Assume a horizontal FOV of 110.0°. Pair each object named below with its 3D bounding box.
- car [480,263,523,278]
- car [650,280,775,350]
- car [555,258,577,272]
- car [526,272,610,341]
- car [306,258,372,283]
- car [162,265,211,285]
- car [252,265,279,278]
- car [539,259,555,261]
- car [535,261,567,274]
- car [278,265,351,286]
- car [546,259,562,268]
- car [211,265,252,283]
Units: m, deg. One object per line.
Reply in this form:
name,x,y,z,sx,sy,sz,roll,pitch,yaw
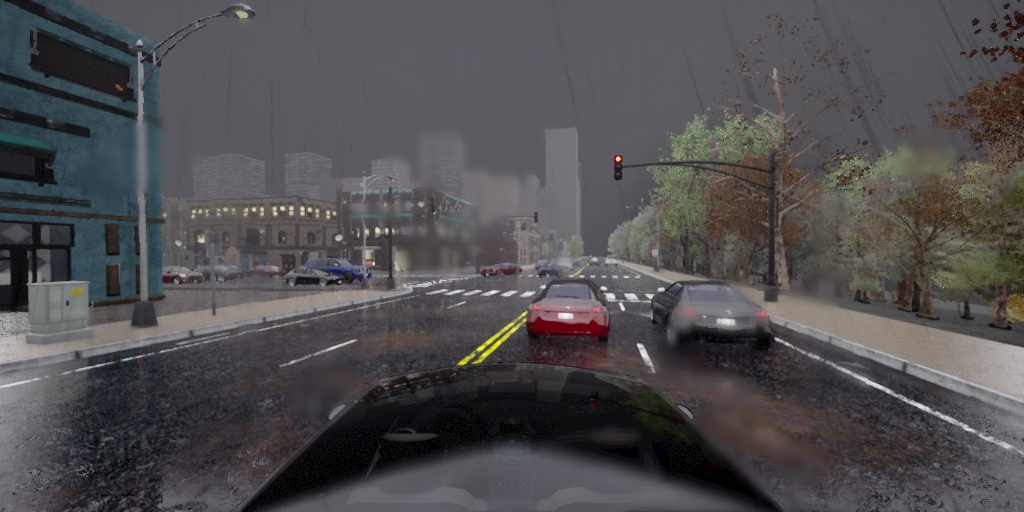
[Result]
car,-0.946,1.344,33.660,1.895,1.301,4.718,0,0,34
car,4.832,1.311,9.238,1.994,1.385,4.181,0,0,13
car,7.064,1.258,46.869,1.812,1.442,4.674,0,0,14
car,1.667,1.312,9.982,1.994,1.385,4.181,0,0,13
car,-14.438,1.194,29.641,5.566,2.045,2.150,-1,0,14
car,-28.249,1.596,30.309,4.097,1.591,1.967,0,0,14
car,-26.289,1.652,38.457,4.207,1.307,1.802,0,0,14
car,4.388,1.238,49.687,1.837,1.490,4.892,0,-1,14
car,3.597,1.341,32.438,1.895,1.301,4.718,0,0,13
car,-14.786,1.563,26.942,4.313,1.339,1.948,0,0,14
car,7.326,1.215,61.840,2.128,1.511,4.902,0,0,14
car,-26.738,1.596,32.604,5.008,1.535,1.882,0,0,14
